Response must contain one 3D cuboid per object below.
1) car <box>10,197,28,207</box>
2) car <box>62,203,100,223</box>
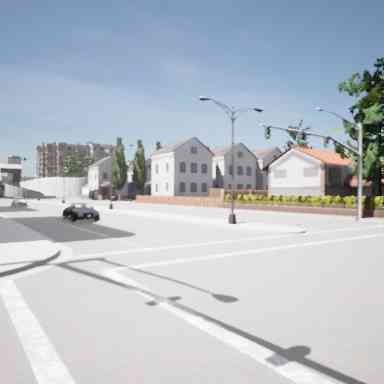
[{"bbox_3d":[-26.811,1.509,51.580,1.812,1.442,4.674,0,0,-35],"label":"car"},{"bbox_3d":[-8.742,1.583,26.107,1.994,1.385,4.181,0,0,-36],"label":"car"}]
